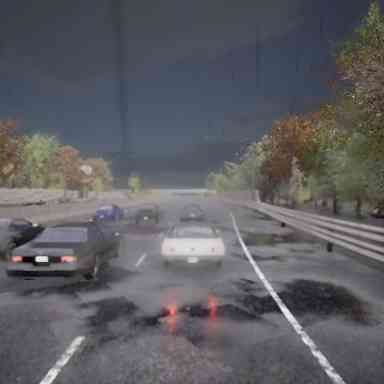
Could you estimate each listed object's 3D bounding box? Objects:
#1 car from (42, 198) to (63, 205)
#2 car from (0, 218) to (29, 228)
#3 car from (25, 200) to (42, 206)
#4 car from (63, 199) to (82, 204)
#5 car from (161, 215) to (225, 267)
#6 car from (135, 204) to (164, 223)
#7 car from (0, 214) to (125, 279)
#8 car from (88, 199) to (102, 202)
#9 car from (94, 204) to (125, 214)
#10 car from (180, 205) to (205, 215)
[{"bbox_3d":[-24.508,1.881,60.094,2.097,1.767,4.553,0,-1,1],"label":"car"},{"bbox_3d":[-6.949,1.668,12.542,1.994,1.385,4.181,0,0,0],"label":"car"},{"bbox_3d":[-28.001,2.123,59.542,1.895,1.301,4.718,0,-1,0],"label":"car"},{"bbox_3d":[-21.004,2.129,60.078,1.895,1.301,4.718,0,-1,1],"label":"car"},{"bbox_3d":[0.043,1.697,11.790,1.895,1.301,4.718,0,0,1],"label":"car"},{"bbox_3d":[-3.449,1.734,27.426,1.837,1.490,4.892,0,0,0],"label":"car"},{"bbox_3d":[-3.470,1.631,10.240,2.033,1.411,5.357,0,0,1],"label":"car"},{"bbox_3d":[-17.516,2.024,60.324,2.128,1.511,4.902,0,-1,1],"label":"car"},{"bbox_3d":[-6.943,1.760,28.102,1.812,1.442,4.674,0,0,0],"label":"car"},{"bbox_3d":[0.055,1.796,27.747,1.994,1.385,4.181,0,0,0],"label":"car"}]
